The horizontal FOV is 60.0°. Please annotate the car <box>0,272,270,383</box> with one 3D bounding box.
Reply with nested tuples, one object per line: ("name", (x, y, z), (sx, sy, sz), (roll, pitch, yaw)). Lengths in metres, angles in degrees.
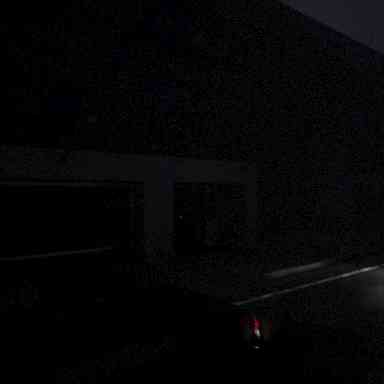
("car", (-1.240, 1.564, 3.104), (4.181, 1.385, 1.994), (0, 0, -35))
